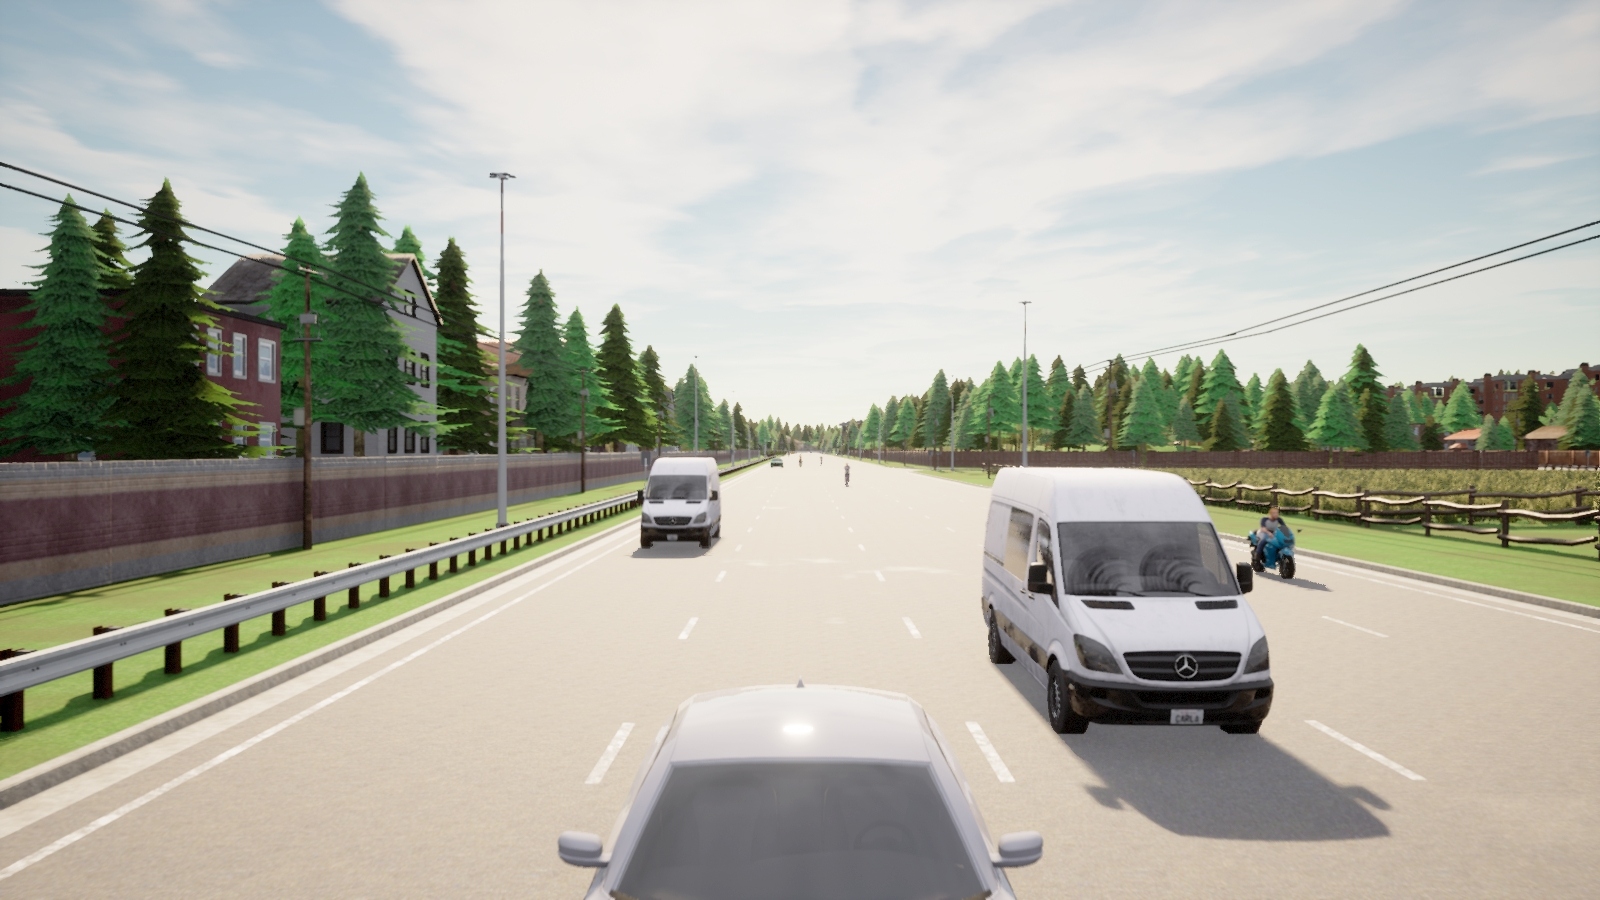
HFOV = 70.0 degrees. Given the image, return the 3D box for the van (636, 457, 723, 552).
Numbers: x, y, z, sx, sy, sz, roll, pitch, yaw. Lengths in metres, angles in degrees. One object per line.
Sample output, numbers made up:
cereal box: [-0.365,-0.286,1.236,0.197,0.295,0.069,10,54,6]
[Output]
van: [-3.493,1.510,34.176,1.988,2.561,5.915,0,0,0]

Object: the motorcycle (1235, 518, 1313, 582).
motorcycle: [10.384,2.167,25.109,0.803,1.199,2.033,0,0,-2]

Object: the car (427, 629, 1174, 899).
car: [0.002,2.029,5.547,2.097,1.535,5.006,0,0,0]

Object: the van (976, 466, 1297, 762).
van: [3.501,1.523,13.287,1.988,2.561,5.915,0,0,0]
